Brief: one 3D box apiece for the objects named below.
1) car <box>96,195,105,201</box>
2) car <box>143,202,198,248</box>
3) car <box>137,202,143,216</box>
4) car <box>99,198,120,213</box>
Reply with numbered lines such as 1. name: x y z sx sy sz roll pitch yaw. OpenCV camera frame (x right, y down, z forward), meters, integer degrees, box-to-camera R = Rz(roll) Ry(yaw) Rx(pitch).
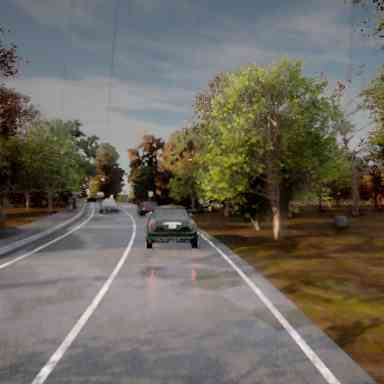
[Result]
1. car: -21.105 1.442 76.457 1.895 1.301 4.718 1 -2 -17
2. car: -1.006 1.370 15.072 2.097 1.767 4.553 0 0 -7
3. car: -4.354 1.599 32.958 1.895 1.301 4.718 2 1 -14
4. car: -8.946 1.475 35.879 1.812 1.442 4.674 1 0 -16
